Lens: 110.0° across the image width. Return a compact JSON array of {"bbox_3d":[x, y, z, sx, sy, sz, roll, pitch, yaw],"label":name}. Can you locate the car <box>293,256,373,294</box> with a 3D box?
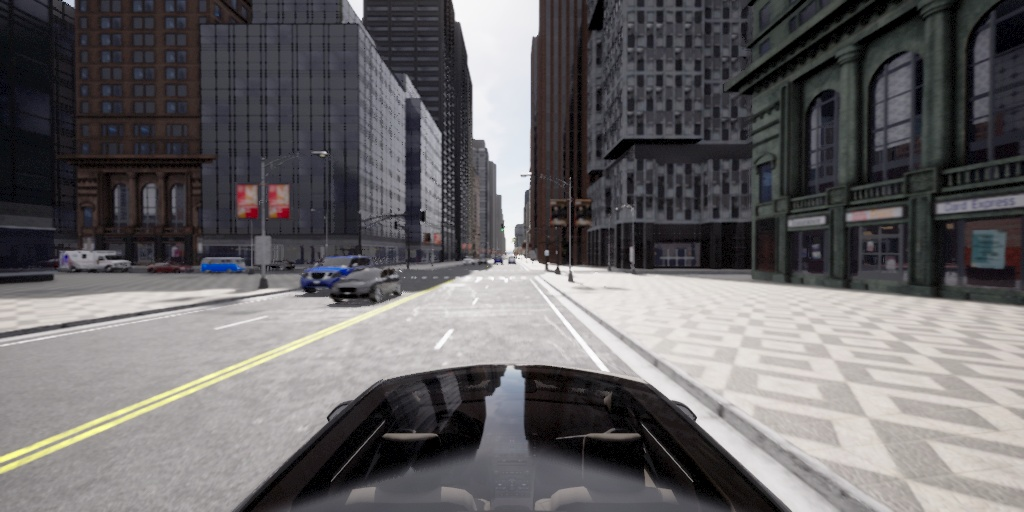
[{"bbox_3d":[-9.835,0.984,20.847,2.150,2.045,5.566,0,0,0],"label":"car"}]

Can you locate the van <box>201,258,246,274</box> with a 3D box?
[{"bbox_3d":[-30.566,1.049,38.059,3.998,1.789,1.690,0,0,0],"label":"van"}]

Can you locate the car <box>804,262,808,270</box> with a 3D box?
[{"bbox_3d":[35.195,1.453,44.172,5.357,1.411,2.033,0,1,0],"label":"car"}]

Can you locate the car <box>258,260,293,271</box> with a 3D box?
[{"bbox_3d":[-30.563,1.171,46.584,4.313,1.339,1.948,0,0,0],"label":"car"}]

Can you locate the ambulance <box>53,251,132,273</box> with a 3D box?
[{"bbox_3d":[-47.387,0.609,40.908,6.366,2.431,2.351,0,1,0],"label":"ambulance"}]

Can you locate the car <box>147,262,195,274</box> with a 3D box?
[{"bbox_3d":[-36.215,1.261,38.062,4.207,1.307,1.802,0,0,0],"label":"car"}]

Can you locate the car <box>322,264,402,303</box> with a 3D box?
[{"bbox_3d":[-6.596,1.264,16.795,1.837,1.490,4.892,0,-1,0],"label":"car"}]
